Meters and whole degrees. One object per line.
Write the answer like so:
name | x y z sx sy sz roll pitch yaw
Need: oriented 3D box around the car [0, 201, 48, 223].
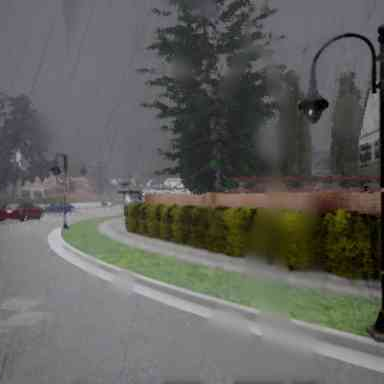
car | -14.796 1.664 29.035 2.097 1.767 4.553 0 -1 -2

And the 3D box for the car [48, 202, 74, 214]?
car | -17.164 2.052 43.008 1.882 1.535 5.008 0 -1 9
